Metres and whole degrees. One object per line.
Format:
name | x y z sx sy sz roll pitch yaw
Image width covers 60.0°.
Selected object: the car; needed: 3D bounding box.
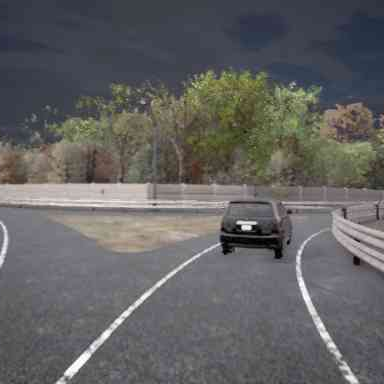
car | 2.729 1.265 13.353 2.150 2.045 5.566 0 0 21
